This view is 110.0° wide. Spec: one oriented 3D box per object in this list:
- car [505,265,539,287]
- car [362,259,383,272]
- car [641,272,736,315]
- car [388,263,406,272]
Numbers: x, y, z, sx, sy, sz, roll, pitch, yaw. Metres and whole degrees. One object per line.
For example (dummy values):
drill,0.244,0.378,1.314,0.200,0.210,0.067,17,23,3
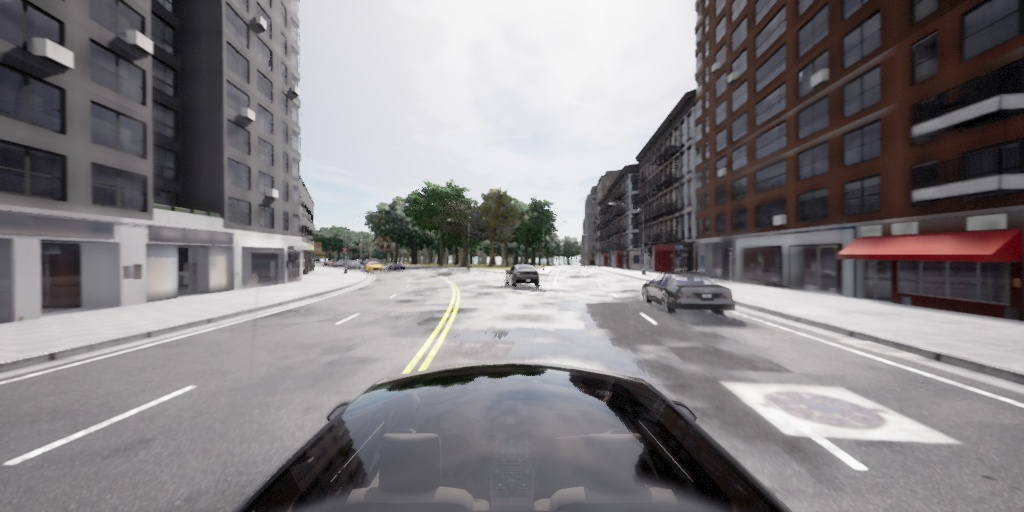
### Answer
car,0.674,1.386,25.911,1.837,1.490,4.892,0,-1,-9
car,-21.306,1.666,55.254,1.882,1.535,5.008,-1,0,-31
car,6.376,1.297,13.588,2.033,1.411,5.357,0,0,8
car,-18.049,1.748,56.227,1.895,1.301,4.718,-1,0,-30
